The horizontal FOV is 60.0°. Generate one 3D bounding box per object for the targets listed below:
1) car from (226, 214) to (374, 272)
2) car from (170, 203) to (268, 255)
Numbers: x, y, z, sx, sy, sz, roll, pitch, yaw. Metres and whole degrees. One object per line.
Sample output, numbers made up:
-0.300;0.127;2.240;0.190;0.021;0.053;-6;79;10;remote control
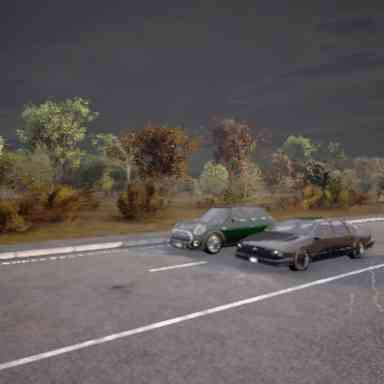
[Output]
3.907;1.536;10.961;5.357;1.411;2.033;0;0;-35;car
1.346;1.341;13.427;4.553;1.767;2.097;0;0;-35;car
